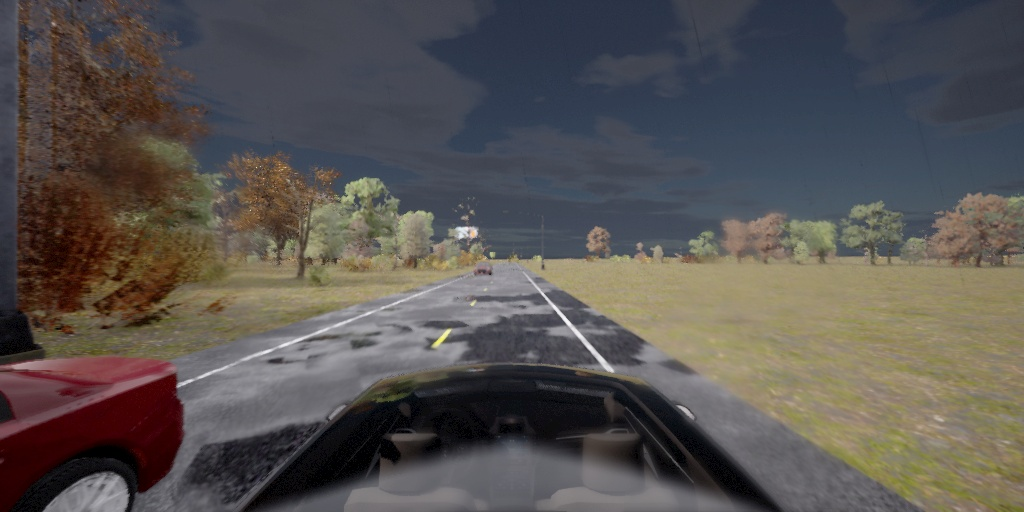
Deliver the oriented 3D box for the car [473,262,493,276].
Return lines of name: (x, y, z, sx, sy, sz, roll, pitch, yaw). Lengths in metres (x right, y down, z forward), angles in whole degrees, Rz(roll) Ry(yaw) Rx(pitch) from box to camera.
car: (-3.558, 1.495, 44.712, 2.097, 1.767, 4.553, 0, 0, 0)

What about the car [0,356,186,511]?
car: (-3.600, 1.220, 0.785, 1.882, 1.535, 5.008, 0, -1, 0)
